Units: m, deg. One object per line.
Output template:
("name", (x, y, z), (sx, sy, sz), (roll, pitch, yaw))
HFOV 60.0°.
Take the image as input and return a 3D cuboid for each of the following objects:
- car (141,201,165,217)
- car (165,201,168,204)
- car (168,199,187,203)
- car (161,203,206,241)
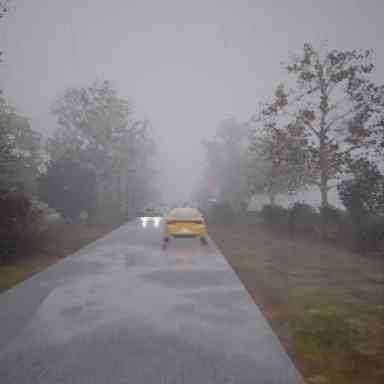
("car", (-4.113, 1.815, 34.241), (1.994, 1.385, 4.181), (0, -1, -3))
("car", (-5.780, 2.797, 75.220), (1.994, 1.385, 4.181), (0, -2, -2))
("car", (-1.312, 1.655, 37.501), (2.097, 1.767, 4.553), (0, -1, -3))
("car", (-0.392, 1.539, 16.989), (1.882, 1.535, 5.008), (0, 0, -2))
